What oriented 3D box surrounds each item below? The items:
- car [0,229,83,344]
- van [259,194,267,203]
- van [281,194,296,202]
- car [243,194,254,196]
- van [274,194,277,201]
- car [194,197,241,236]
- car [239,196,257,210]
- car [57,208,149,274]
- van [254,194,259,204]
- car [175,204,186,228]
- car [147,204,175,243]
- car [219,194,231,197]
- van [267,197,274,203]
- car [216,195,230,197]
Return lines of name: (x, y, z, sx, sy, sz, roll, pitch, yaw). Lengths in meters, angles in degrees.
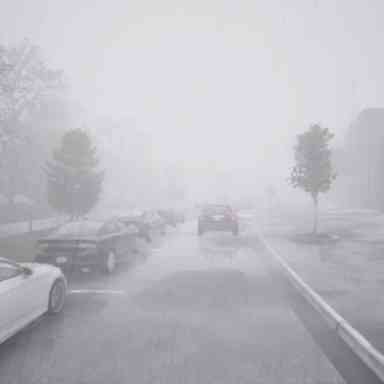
car: (-3.446, 1.554, 4.644, 2.002, 1.452, 4.674, -1, 0, 3)
van: (13.708, 1.458, 69.859, 1.878, 1.987, 4.442, -3, -1, 28)
van: (25.446, 1.626, 88.866, 1.878, 1.987, 4.442, -3, -1, 34)
car: (8.942, 1.626, 59.823, 1.946, 1.575, 5.366, -3, -1, 25)
van: (19.210, 1.534, 79.580, 1.878, 1.987, 4.442, -3, -1, 30)
car: (1.574, 1.387, 19.035, 2.097, 1.767, 4.553, 0, 0, 7)
car: (6.876, 1.626, 43.015, 1.994, 1.385, 4.181, -1, 0, 17)
car: (-3.076, 1.535, 10.867, 2.097, 1.535, 5.008, -1, 0, 5)
van: (11.203, 1.429, 64.857, 1.878, 1.987, 4.442, -3, -1, 23)
car: (-1.691, 1.541, 22.821, 2.097, 1.535, 5.008, 0, 0, 9)
car: (-2.553, 1.532, 16.552, 2.231, 1.521, 4.892, -1, 0, 7)
car: (4.821, 1.348, 49.260, 2.435, 2.045, 5.566, -4, -1, 19)
van: (16.383, 1.494, 74.770, 1.878, 1.987, 4.442, -3, -1, 29)
car: (3.096, 1.591, 43.904, 2.231, 1.521, 4.892, -4, -1, 17)
